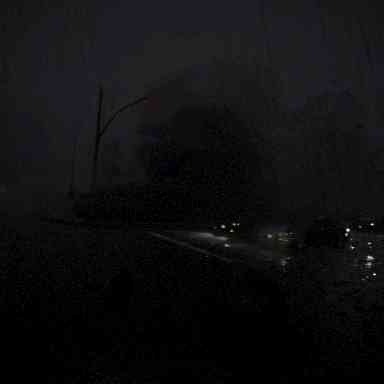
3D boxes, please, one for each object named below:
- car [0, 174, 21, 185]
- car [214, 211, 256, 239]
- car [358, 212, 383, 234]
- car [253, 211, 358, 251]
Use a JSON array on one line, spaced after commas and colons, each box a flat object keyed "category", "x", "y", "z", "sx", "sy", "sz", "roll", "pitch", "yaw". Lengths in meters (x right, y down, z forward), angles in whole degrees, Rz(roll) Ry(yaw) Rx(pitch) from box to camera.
[{"category": "car", "x": -26.130, "y": -1.828, "z": 47.191, "sx": 2.033, "sy": 1.411, "sz": 5.357, "roll": 5, "pitch": 4, "yaw": -8}, {"category": "car", "x": 3.359, "y": 1.772, "z": 18.780, "sx": 4.181, "sy": 1.385, "sz": 1.994, "roll": 4, "pitch": 1, "yaw": -32}, {"category": "car", "x": 14.356, "y": 2.328, "z": 25.722, "sx": 4.674, "sy": 1.442, "sz": 1.812, "roll": 1, "pitch": 2, "yaw": -32}, {"category": "car", "x": 5.553, "y": 1.890, "z": 16.028, "sx": 4.892, "sy": 1.490, "sz": 1.837, "roll": 4, "pitch": 1, "yaw": -32}]
